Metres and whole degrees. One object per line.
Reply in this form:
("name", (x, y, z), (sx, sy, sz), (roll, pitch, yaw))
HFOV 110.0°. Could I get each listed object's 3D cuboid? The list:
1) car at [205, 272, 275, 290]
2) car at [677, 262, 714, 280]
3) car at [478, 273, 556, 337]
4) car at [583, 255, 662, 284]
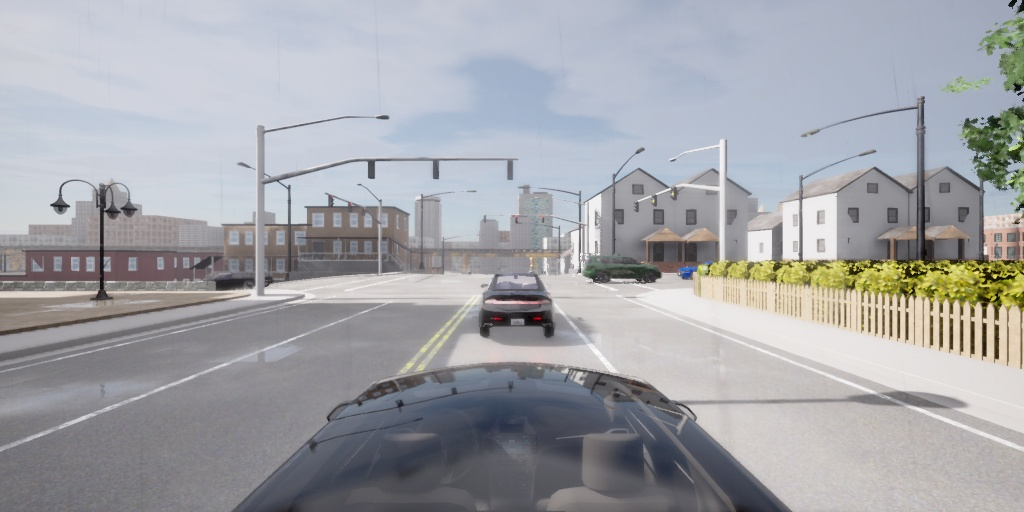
("car", (-20.153, 1.858, 26.187), (4.718, 1.301, 1.895), (-4, 0, -1))
("car", (16.655, 1.228, 30.356), (5.008, 1.535, 1.882), (0, 0, -1))
("car", (0.114, 1.242, 10.311), (2.128, 1.511, 4.902), (0, 0, 0))
("car", (8.064, 0.975, 26.547), (5.566, 2.045, 2.150), (0, 0, -1))
